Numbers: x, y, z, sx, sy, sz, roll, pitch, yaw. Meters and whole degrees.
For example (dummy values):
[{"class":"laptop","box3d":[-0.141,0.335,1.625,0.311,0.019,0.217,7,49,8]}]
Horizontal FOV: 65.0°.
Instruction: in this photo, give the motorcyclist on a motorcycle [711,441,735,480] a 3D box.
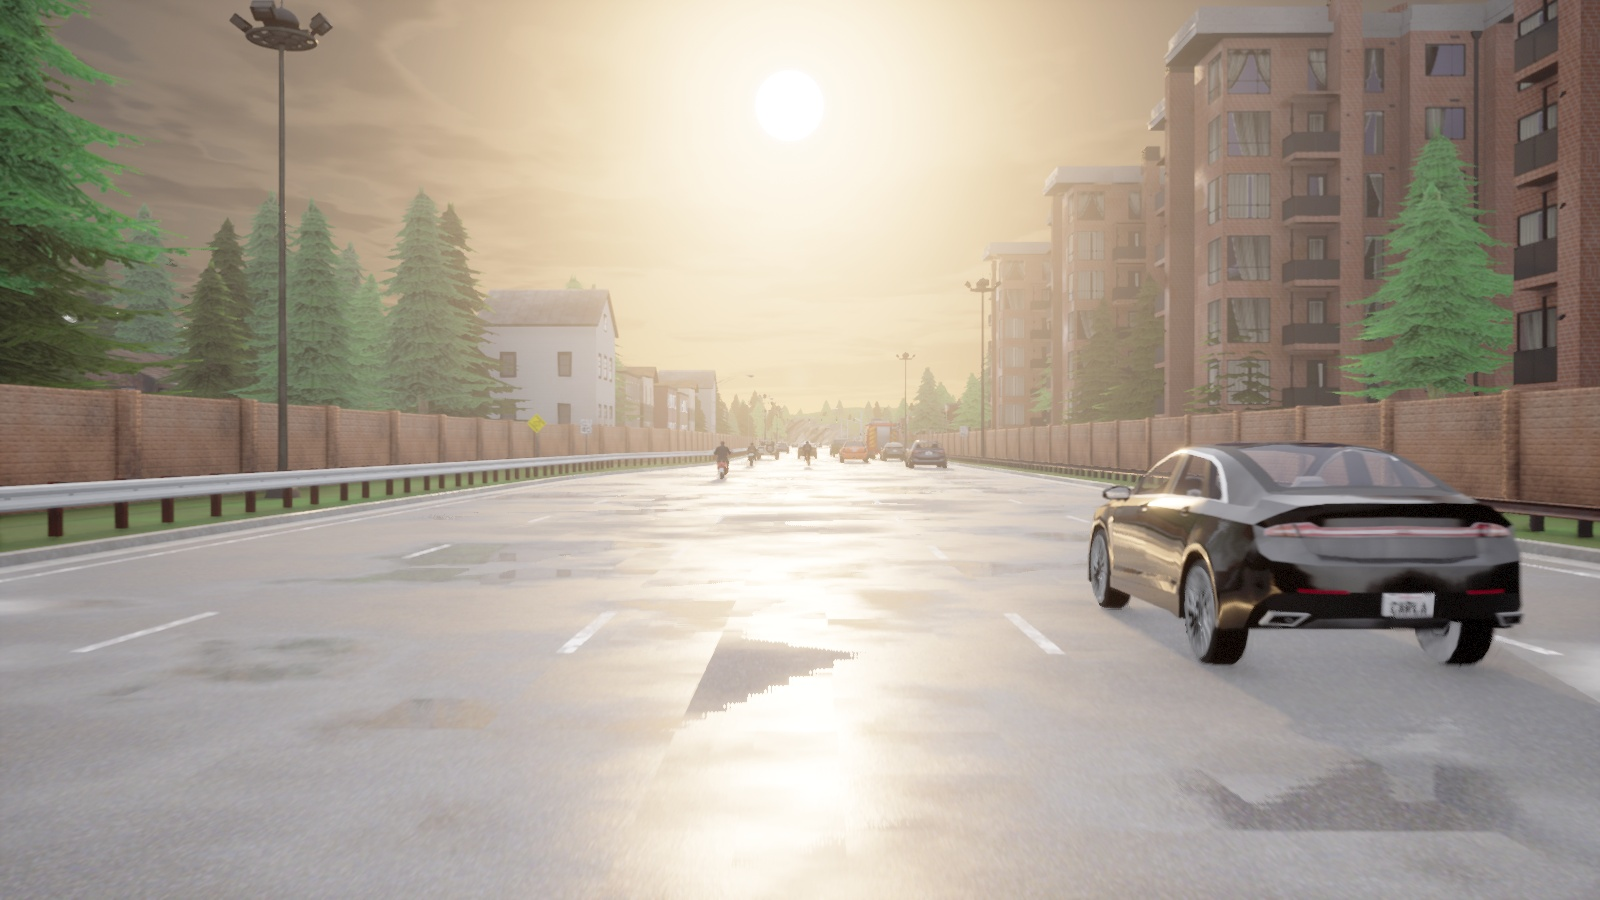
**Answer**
[{"class":"motorcyclist on a motorcycle","box3d":[-3.188,0.404,52.078,0.866,1.590,1.817,0,0,0]}]

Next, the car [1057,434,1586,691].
[{"class":"car","box3d":[3.572,0.650,9.848,2.128,1.511,4.902,0,0,0]}]

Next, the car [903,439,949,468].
[{"class":"car","box3d":[7.440,0.176,74.575,2.242,1.667,4.611,0,0,0]}]

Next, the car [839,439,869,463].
[{"class":"car","box3d":[4.060,0.070,95.473,2.097,1.767,4.553,0,0,0]}]
